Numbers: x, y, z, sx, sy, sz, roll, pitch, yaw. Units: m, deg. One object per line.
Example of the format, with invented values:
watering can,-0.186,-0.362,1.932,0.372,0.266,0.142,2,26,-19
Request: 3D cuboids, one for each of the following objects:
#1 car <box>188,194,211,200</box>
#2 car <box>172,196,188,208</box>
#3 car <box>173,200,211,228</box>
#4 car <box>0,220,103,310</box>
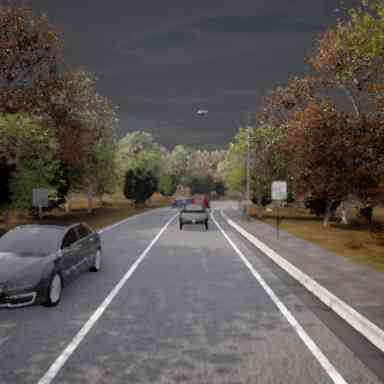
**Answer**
car,1.199,1.276,42.150,2.150,2.045,5.566,1,0,7
car,-1.534,1.371,48.920,2.097,1.767,4.553,1,0,10
car,0.131,1.509,22.019,2.128,1.511,4.902,0,0,0
car,-3.582,1.511,8.086,1.837,1.490,4.892,0,0,1
